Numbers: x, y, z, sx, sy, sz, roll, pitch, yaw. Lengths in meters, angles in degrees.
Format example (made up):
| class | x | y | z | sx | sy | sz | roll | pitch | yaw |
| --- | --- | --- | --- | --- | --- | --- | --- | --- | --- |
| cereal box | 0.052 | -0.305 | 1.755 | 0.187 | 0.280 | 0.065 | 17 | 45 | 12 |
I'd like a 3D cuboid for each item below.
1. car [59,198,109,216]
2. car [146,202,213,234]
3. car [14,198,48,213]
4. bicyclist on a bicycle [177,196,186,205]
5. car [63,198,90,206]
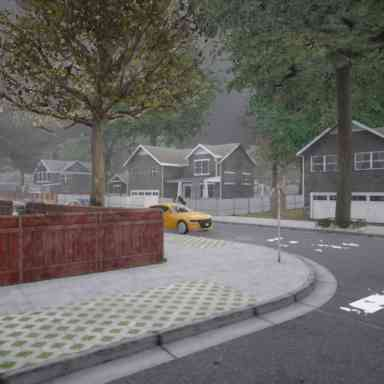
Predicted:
| class | x | y | z | sx | sy | sz | roll | pitch | yaw |
| --- | --- | --- | --- | --- | --- | --- | --- | --- | --- |
| car | -10.140 | 1.293 | 31.001 | 5.357 | 1.411 | 2.033 | 1 | 1 | 43 |
| car | -1.065 | 1.356 | 18.518 | 5.008 | 1.535 | 1.882 | 1 | 0 | 43 |
| car | -15.362 | 1.271 | 31.844 | 4.181 | 1.385 | 1.994 | 1 | 1 | 43 |
| bicyclist on a bicycle | -0.880 | 1.130 | 26.354 | 0.582 | 1.620 | 1.656 | 1 | 1 | 43 |
| car | -8.068 | 1.292 | 25.043 | 4.902 | 1.511 | 2.128 | 1 | 1 | 43 |
